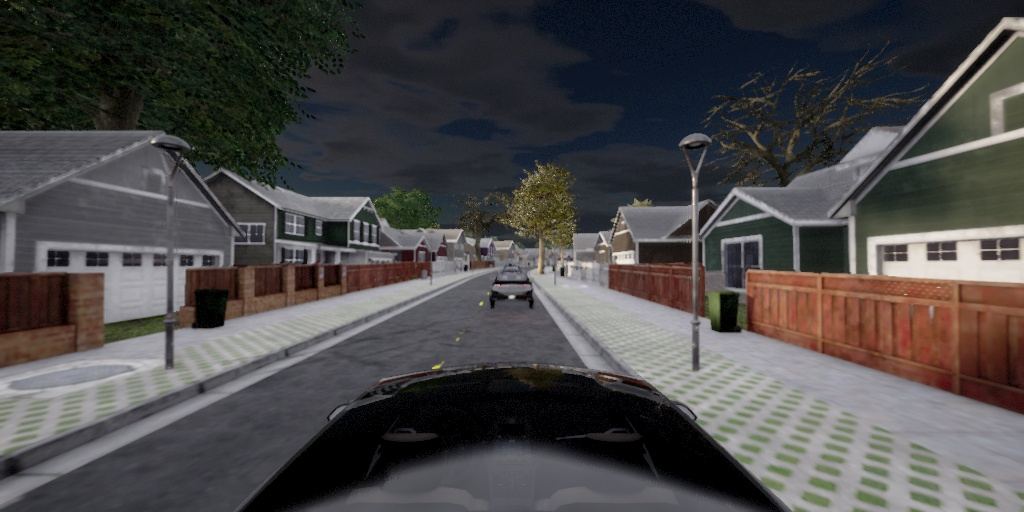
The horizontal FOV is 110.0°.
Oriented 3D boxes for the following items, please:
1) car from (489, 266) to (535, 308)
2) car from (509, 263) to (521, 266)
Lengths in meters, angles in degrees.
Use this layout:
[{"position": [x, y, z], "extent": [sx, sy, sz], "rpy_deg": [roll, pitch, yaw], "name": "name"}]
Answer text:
[{"position": [-0.003, 1.380, 16.164], "extent": [2.128, 1.511, 4.902], "rpy_deg": [0, 0, 0], "name": "car"}, {"position": [-0.006, 1.541, 31.158], "extent": [1.837, 1.490, 4.892], "rpy_deg": [0, 0, 0], "name": "car"}]
